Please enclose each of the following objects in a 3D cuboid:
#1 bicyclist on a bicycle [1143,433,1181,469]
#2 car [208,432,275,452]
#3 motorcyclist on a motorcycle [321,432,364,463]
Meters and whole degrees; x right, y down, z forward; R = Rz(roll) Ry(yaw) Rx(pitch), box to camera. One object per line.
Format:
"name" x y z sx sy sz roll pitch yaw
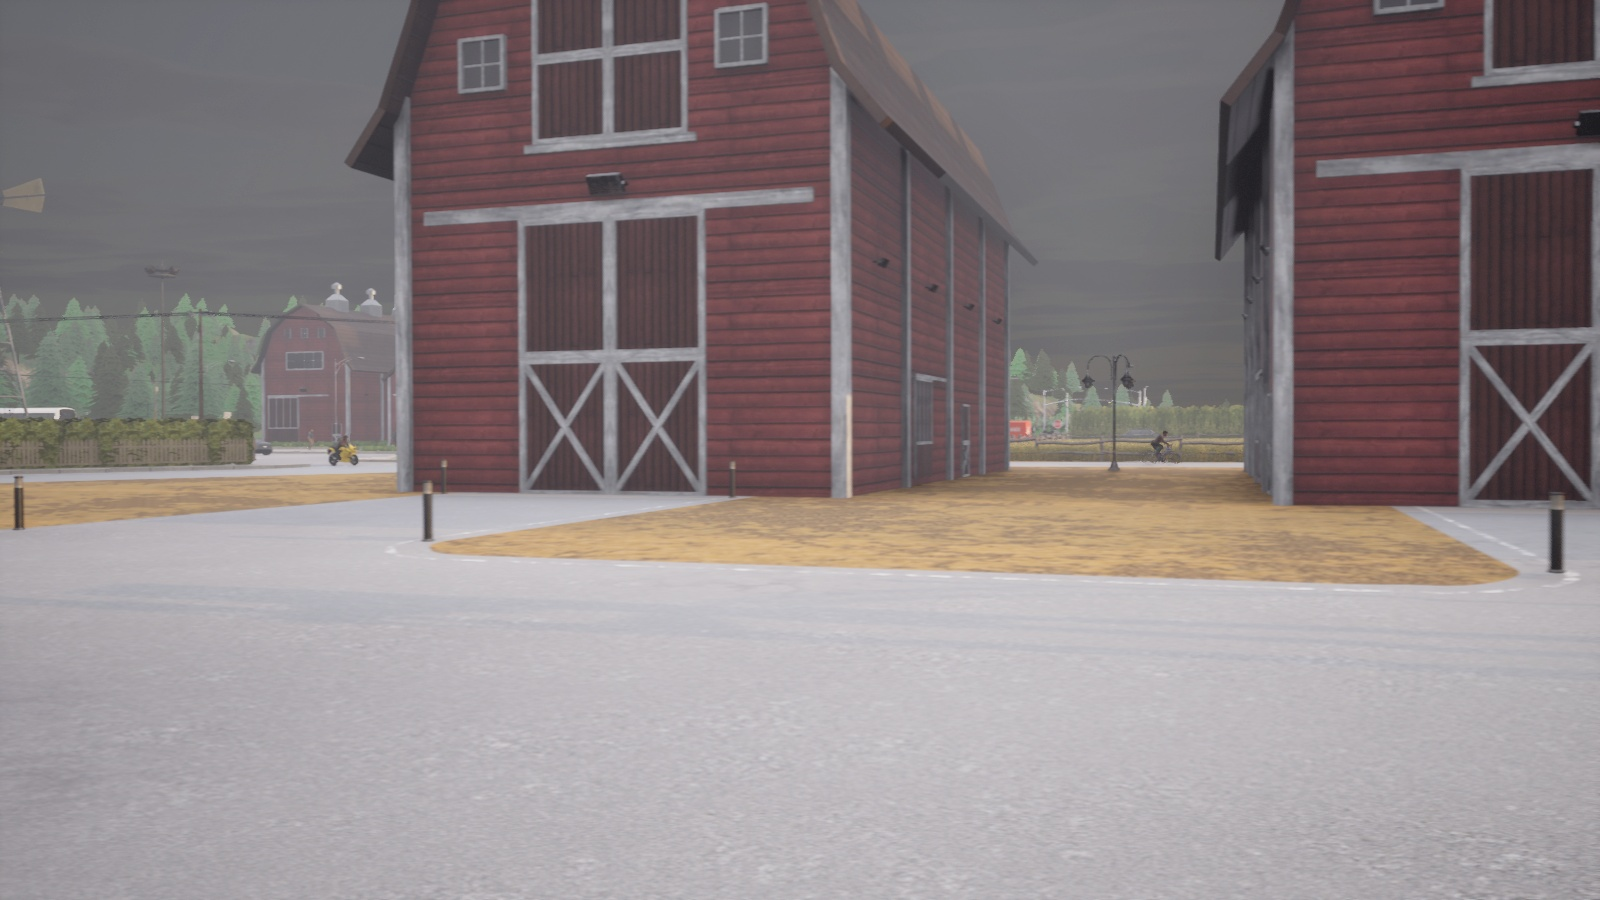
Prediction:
"bicyclist on a bicycle" 16.723 0.052 58.079 1.656 1.620 0.582 1 1 16
"car" -40.243 -0.570 90.497 4.181 1.385 1.994 1 1 19
"motorcyclist on a motorcycle" -22.807 -0.140 62.594 2.044 1.523 0.797 1 1 25
